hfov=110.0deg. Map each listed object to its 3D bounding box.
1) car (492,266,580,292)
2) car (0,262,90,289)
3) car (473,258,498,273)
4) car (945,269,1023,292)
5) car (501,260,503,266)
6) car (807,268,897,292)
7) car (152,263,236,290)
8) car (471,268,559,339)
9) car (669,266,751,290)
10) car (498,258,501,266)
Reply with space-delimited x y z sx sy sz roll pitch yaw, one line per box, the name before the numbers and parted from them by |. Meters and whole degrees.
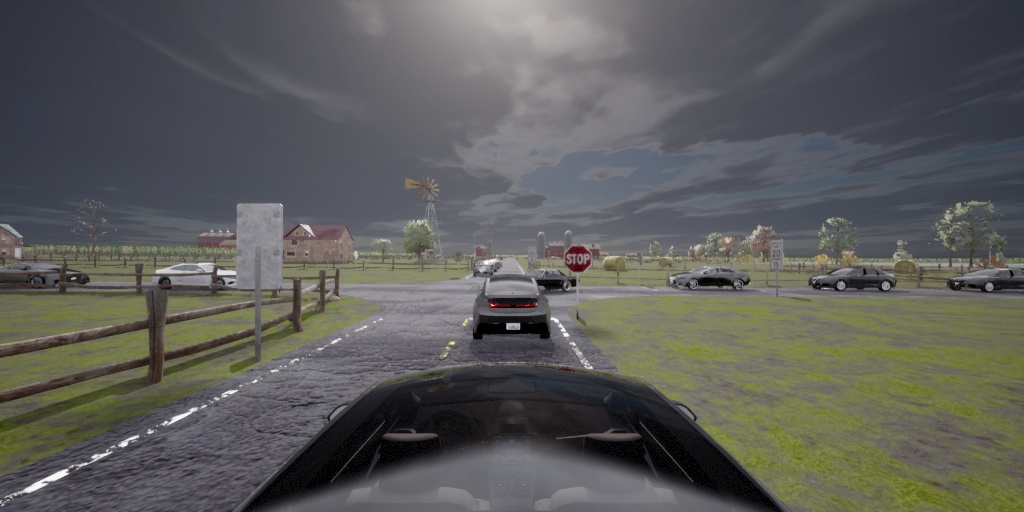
car | 1.499 1.369 20.108 4.718 1.301 1.895 1 0 -35
car | -26.364 1.048 19.895 4.181 1.385 1.994 1 -1 -1
car | -2.860 1.243 36.748 2.128 1.511 4.902 0 0 0
car | 31.701 1.586 23.630 4.892 1.490 1.837 1 -1 -1
car | -2.823 1.240 55.736 2.128 1.511 4.902 0 0 0
car | 22.199 1.499 23.508 4.892 1.490 1.837 1 -1 -1
car | -17.244 1.104 20.018 4.674 1.442 1.812 1 -1 -1
car | -0.075 1.256 10.062 1.837 1.490 4.892 0 0 -2
car | 12.797 1.396 23.337 4.902 1.511 2.128 1 -1 -2
car | -2.854 1.241 46.194 2.128 1.511 4.902 0 0 0
